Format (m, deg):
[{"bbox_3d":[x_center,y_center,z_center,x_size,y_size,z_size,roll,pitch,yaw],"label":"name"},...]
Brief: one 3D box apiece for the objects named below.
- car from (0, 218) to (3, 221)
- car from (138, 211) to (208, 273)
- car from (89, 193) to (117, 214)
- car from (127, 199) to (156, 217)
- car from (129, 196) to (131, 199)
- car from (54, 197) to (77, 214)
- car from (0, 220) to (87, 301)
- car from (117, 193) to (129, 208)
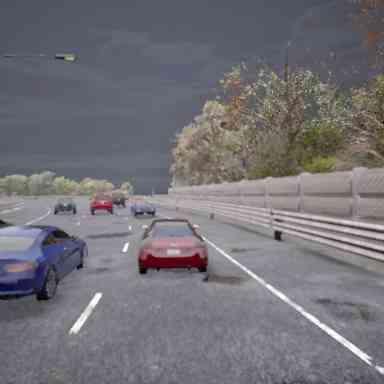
[{"bbox_3d":[-7.837,1.536,12.145,1.812,1.442,4.674,0,0,-7],"label":"car"},{"bbox_3d":[-0.676,1.551,10.793,1.994,1.385,4.181,0,0,-5],"label":"car"},{"bbox_3d":[-9.678,1.206,35.415,2.150,2.045,5.566,0,0,-19],"label":"car"},{"bbox_3d":[-4.613,1.574,30.684,1.895,1.301,4.718,0,0,-16],"label":"car"},{"bbox_3d":[-15.739,1.445,79.565,1.837,1.490,4.892,0,0,-4],"label":"car"},{"bbox_3d":[-13.491,1.350,35.538,2.097,1.767,4.553,0,0,-20],"label":"car"},{"bbox_3d":[-3.925,1.528,8.139,1.812,1.442,4.674,0,0,-5],"label":"car"},{"bbox_3d":[-11.293,1.194,48.433,2.150,2.045,5.566,0,0,-26],"label":"car"}]
